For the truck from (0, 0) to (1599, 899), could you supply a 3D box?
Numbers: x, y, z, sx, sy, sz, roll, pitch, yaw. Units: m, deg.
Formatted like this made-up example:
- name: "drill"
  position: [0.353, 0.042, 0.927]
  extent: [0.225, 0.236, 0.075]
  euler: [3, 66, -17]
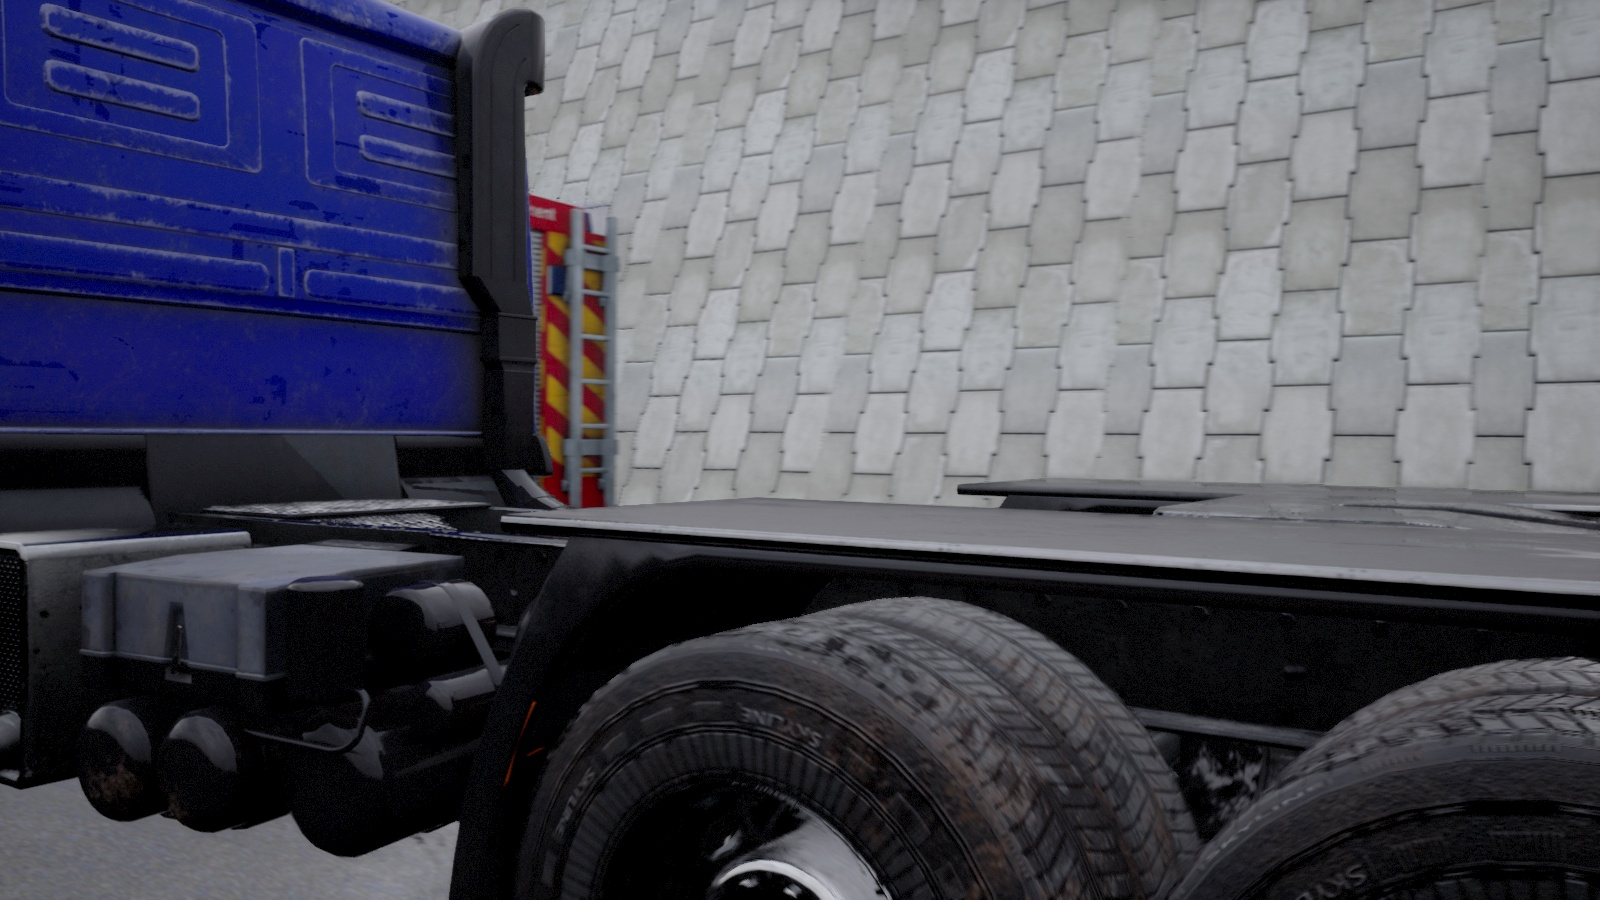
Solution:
- name: "truck"
  position: [-0.592, -0.300, 3.999]
  extent: [7.936, 3.462, 2.891]
  euler: [0, 1, 34]

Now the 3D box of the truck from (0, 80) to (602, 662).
- name: "truck"
  position: [-6.027, -0.540, 11.816]
  extent: [8.468, 3.827, 2.891]
  euler: [0, 1, 34]
